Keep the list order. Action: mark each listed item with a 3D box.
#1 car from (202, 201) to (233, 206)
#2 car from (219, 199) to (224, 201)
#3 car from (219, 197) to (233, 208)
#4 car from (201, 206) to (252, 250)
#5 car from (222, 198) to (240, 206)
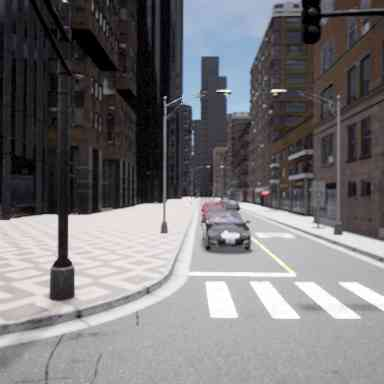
[{"bbox_3d":[1.777,1.691,25.373,1.882,1.535,5.008,0,0,2],"label":"car"},{"bbox_3d":[2.083,1.773,35.722,1.882,1.535,5.008,0,0,2],"label":"car"},{"bbox_3d":[5.943,1.801,58.816,2.097,1.767,4.553,0,0,1],"label":"car"},{"bbox_3d":[1.470,1.620,15.082,2.128,1.511,4.902,0,0,0],"label":"car"},{"bbox_3d":[5.578,1.929,46.027,2.033,1.411,5.357,0,0,1],"label":"car"}]
